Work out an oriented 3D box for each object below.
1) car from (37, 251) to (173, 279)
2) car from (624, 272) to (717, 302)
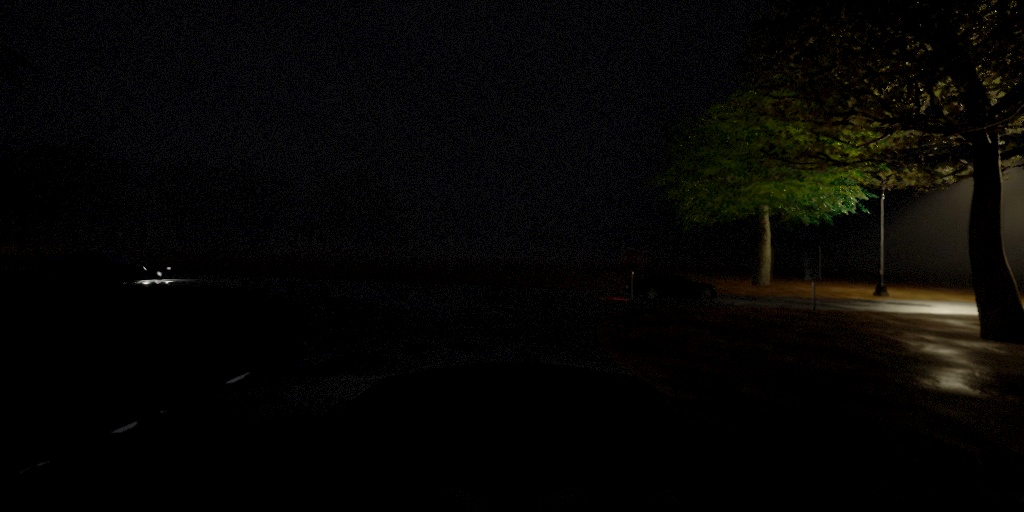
[{"bbox_3d":[-21.465,0.439,19.033,5.357,1.411,2.033,3,-2,-3],"label":"car"},{"bbox_3d":[8.980,1.695,20.420,5.008,1.535,1.882,2,-2,-3],"label":"car"}]
